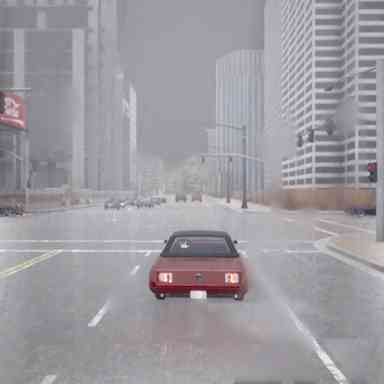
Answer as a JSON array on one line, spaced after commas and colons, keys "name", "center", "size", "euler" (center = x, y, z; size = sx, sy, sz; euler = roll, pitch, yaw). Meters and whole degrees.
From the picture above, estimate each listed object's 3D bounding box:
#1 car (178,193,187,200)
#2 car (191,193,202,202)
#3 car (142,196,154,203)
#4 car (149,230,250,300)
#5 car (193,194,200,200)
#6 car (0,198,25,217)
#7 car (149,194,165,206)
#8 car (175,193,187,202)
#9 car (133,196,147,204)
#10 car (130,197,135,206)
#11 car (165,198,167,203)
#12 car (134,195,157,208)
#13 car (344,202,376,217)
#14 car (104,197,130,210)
[{"name": "car", "center": [-2.297, 1.163, 84.085], "size": [2.097, 1.767, 4.553], "euler": [0, 0, 1]}, {"name": "car", "center": [1.048, 1.197, 73.394], "size": [2.150, 2.045, 5.566], "euler": [0, 0, 1]}, {"name": "car", "center": [-9.472, 1.506, 72.078], "size": [1.812, 1.442, 4.674], "euler": [0, 0, 1]}, {"name": "car", "center": [0.216, 1.599, 8.322], "size": [1.895, 1.301, 4.718], "euler": [0, 0, 2]}, {"name": "car", "center": [1.203, 1.332, 84.064], "size": [1.812, 1.442, 4.674], "euler": [0, 0, 1]}, {"name": "car", "center": [-18.068, 1.344, 30.761], "size": [4.553, 1.767, 2.097], "euler": [0, 0, 1]}, {"name": "car", "center": [-6.289, 1.477, 55.820], "size": [2.128, 1.511, 4.902], "euler": [0, 0, 1]}, {"name": "car", "center": [-2.452, 1.197, 73.445], "size": [2.150, 2.045, 5.566], "euler": [0, 0, 1]}, {"name": "car", "center": [-9.677, 1.510, 61.822], "size": [1.812, 1.442, 4.674], "euler": [0, 0, 1]}, {"name": "car", "center": [-9.843, 1.478, 52.685], "size": [2.128, 1.511, 4.902], "euler": [0, 0, 1]}, {"name": "car", "center": [-6.090, 1.584, 65.919], "size": [1.895, 1.301, 4.718], "euler": [0, 0, 1]}, {"name": "car", "center": [-6.430, 1.514, 46.692], "size": [1.812, 1.442, 4.674], "euler": [0, 0, 1]}, {"name": "car", "center": [16.547, 1.593, 30.443], "size": [4.718, 1.301, 1.895], "euler": [0, 0, 1]}, {"name": "car", "center": [-9.984, 1.480, 43.257], "size": [2.128, 1.511, 4.902], "euler": [0, 0, 1]}]
